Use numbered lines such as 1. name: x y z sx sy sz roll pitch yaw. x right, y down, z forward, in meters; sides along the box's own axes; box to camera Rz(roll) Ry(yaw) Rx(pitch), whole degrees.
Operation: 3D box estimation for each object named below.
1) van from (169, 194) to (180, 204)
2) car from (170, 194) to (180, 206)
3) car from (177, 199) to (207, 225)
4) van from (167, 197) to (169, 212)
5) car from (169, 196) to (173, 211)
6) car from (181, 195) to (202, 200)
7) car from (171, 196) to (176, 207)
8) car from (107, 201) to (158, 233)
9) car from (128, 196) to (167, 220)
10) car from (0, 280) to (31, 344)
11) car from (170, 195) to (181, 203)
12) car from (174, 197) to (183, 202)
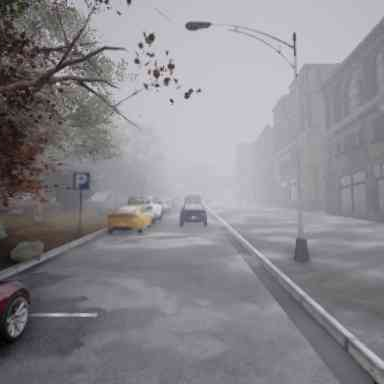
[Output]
1. van: -3.646 1.475 70.427 1.878 1.987 4.442 0 0 2
2. car: -3.652 1.514 53.567 2.185 1.767 4.553 0 0 2
3. car: 0.101 1.545 24.578 1.882 1.535 5.008 0 0 0
4. van: -3.648 1.340 31.434 1.878 1.987 4.442 0 0 2
5. car: -3.644 1.580 37.072 1.946 1.575 5.366 0 0 2
6. car: 0.107 1.342 42.647 2.150 2.045 5.566 0 0 0
7. car: -3.651 1.600 42.451 2.097 1.535 5.008 0 0 2
8. car: -3.652 1.536 20.171 2.097 1.535 5.008 0 0 2
9. car: -3.652 1.299 25.776 2.435 2.045 5.566 0 0 2
10. car: -3.652 1.521 3.492 2.163 1.488 4.792 0 0 2
11. car: -3.651 1.594 75.849 2.185 1.767 4.553 0 0 2
12. car: -3.632 2.077 92.583 2.163 1.488 4.792 1 -2 2
